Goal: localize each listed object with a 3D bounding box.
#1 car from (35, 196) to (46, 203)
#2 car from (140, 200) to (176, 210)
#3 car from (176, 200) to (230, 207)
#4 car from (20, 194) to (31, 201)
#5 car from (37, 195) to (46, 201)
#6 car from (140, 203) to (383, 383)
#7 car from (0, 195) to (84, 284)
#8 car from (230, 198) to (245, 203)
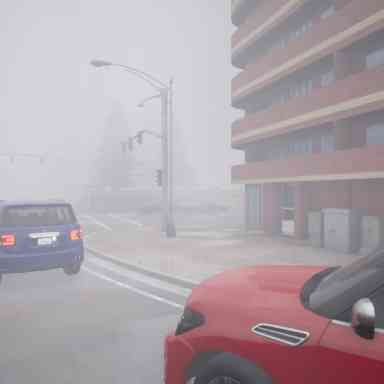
[{"bbox_3d":[-33.261,1.540,73.024,2.033,1.411,5.357,0,0,-23],"label":"car"},{"bbox_3d":[-3.352,1.581,36.150,4.674,1.442,1.812,0,0,-23],"label":"car"},{"bbox_3d":[1.105,1.656,34.237,4.718,1.301,1.895,0,0,-23],"label":"car"},{"bbox_3d":[-40.464,1.355,81.017,2.097,1.767,4.553,0,0,-23],"label":"car"},{"bbox_3d":[-37.290,1.478,82.497,1.882,1.535,5.008,0,0,-23],"label":"car"},{"bbox_3d":[2.364,1.221,2.441,5.566,2.045,2.150,0,0,36],"label":"car"},{"bbox_3d":[-4.941,1.221,9.792,2.150,2.045,5.566,0,0,-36],"label":"car"},{"bbox_3d":[5.172,1.533,39.723,5.008,1.535,1.882,0,0,-23],"label":"car"}]
